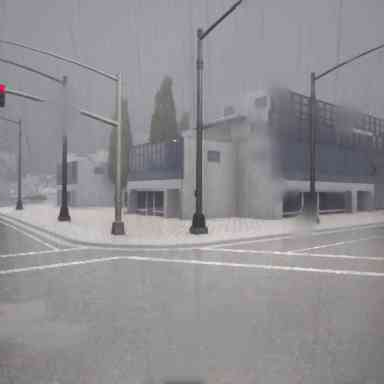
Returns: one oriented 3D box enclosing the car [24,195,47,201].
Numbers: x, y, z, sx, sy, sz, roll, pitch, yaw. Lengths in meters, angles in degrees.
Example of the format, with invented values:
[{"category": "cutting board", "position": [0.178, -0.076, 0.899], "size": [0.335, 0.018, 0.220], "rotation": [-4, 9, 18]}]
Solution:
[{"category": "car", "position": [-38.650, 1.428, 83.140], "size": [4.674, 1.442, 1.812], "rotation": [0, 0, 6]}]
